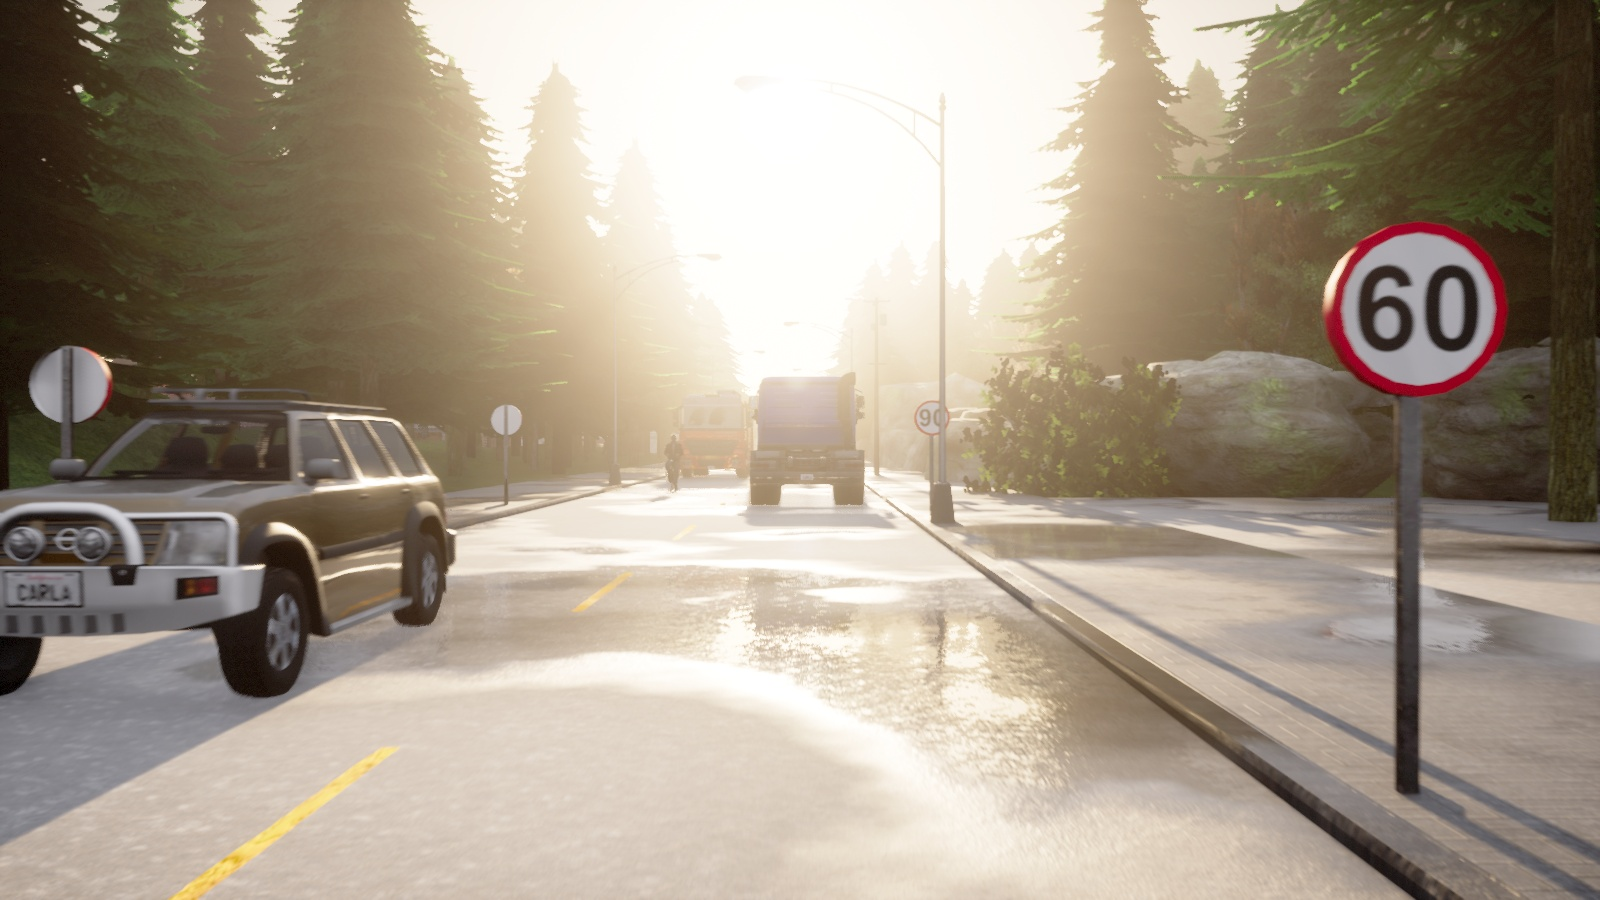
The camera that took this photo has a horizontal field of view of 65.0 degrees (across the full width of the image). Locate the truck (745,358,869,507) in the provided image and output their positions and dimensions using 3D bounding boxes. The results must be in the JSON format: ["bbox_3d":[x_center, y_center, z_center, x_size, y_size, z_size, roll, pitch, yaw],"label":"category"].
[{"bbox_3d":[0.184,-0.422,33.203,2.891,3.462,7.936,0,0,0],"label":"truck"}]

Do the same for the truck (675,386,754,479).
[{"bbox_3d":[-3.672,-0.737,56.079,2.891,3.827,8.468,0,0,0],"label":"truck"}]

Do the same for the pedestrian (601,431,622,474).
[{"bbox_3d":[-8.698,0.123,57.891,0.659,1.952,0.873,0,0,15],"label":"pedestrian"}]

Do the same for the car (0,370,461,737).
[{"bbox_3d":[-3.942,0.511,8.664,1.932,1.855,4.605,0,0,0],"label":"car"}]
